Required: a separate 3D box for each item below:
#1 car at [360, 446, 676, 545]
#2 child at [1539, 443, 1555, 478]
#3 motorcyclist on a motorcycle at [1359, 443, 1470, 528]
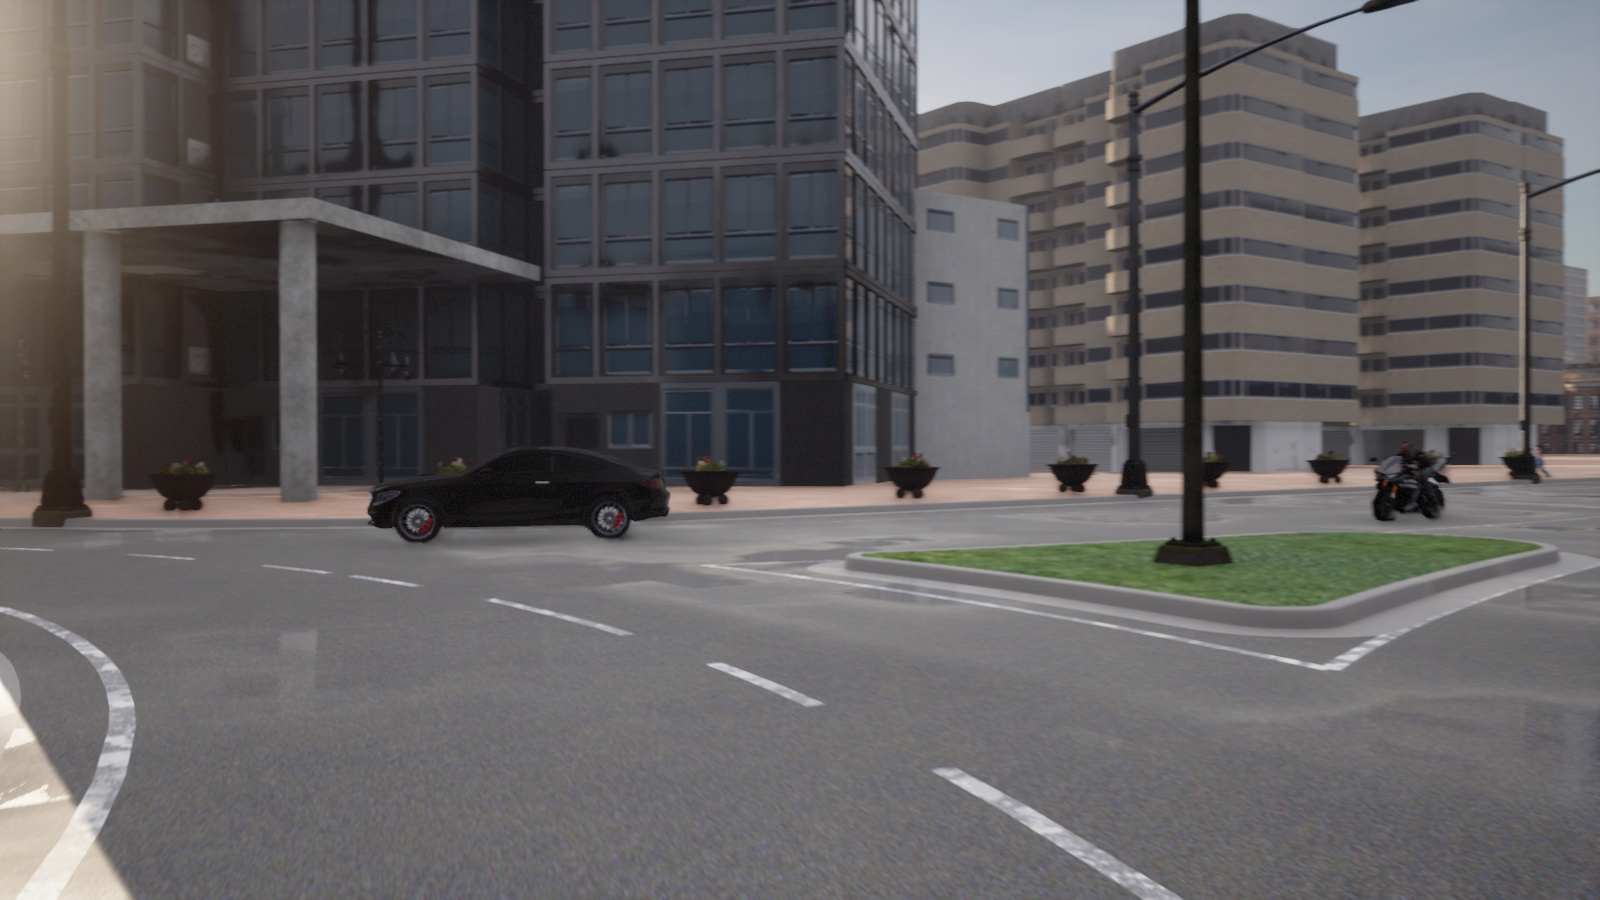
[{"bbox_3d":[-4.410,0.665,19.894,4.674,1.442,1.812,0,0,-14],"label":"car"},{"bbox_3d":[27.115,0.387,45.583,0.437,1.263,0.270,0,0,-4],"label":"child"},{"bbox_3d":[11.562,0.632,23.606,2.191,1.530,0.866,0,0,-32],"label":"motorcyclist on a motorcycle"}]
